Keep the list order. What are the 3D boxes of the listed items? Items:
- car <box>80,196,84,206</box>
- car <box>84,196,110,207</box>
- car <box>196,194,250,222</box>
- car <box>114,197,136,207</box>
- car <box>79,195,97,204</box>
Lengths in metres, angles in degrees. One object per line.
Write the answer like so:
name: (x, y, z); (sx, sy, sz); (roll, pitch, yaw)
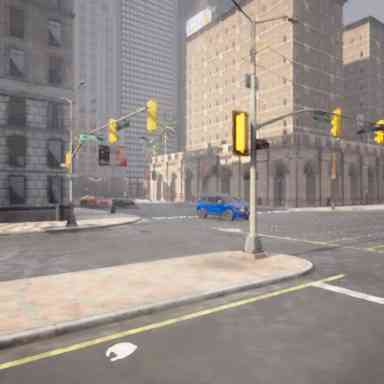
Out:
car: (-16.497, 1.513, 53.419); (1.812, 1.442, 4.674); (0, 0, -35)
car: (-13.996, 1.341, 49.727); (2.097, 1.767, 4.553); (0, 0, -35)
car: (2.575, 1.223, 26.984); (2.150, 2.045, 5.566); (0, 0, -36)
car: (-10.543, 1.532, 50.903); (2.033, 1.411, 5.357); (0, 0, -35)
car: (-20.225, 1.467, 64.707); (1.882, 1.535, 5.008); (0, 0, -35)
